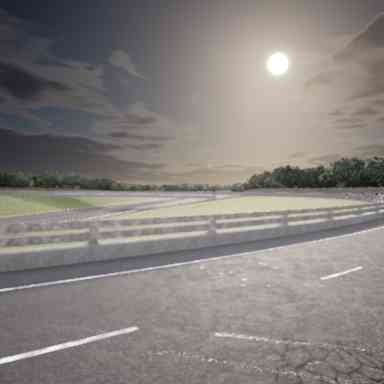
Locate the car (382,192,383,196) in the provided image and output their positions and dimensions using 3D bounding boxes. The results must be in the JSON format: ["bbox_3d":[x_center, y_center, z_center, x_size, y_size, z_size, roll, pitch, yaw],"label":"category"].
[{"bbox_3d":[45.515,0.910,77.879,2.150,2.045,5.566,0,0,7],"label":"car"}]

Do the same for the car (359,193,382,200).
[{"bbox_3d":[42.056,1.213,78.411,2.033,1.411,5.357,0,0,7],"label":"car"}]
